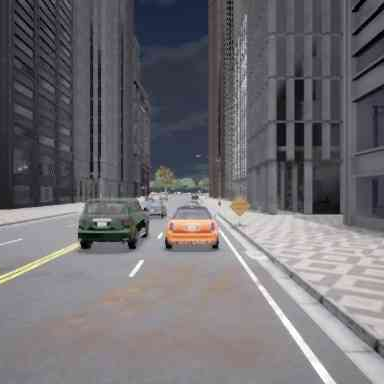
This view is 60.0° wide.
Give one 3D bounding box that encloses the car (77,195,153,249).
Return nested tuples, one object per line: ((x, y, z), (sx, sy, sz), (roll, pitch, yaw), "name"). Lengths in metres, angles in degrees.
((-3.249, 1.259, 14.680), (2.150, 2.045, 5.566), (0, 0, 0), "car")

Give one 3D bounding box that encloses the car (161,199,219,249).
((0.000, 1.368, 14.620), (2.097, 1.767, 4.553), (0, 0, 0), "car")

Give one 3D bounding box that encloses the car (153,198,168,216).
((-3.250, 1.571, 29.650), (2.033, 1.411, 5.357), (0, 0, 0), "car")

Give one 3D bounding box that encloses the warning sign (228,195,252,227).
((2.851, 1.117, 19.847), (1.300, 1.860, 1.060), (0, 0, 0), "warning sign")

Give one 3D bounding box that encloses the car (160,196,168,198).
((-6.500, 1.525, 76.710), (1.994, 1.385, 4.181), (0, 0, 0), "car")
